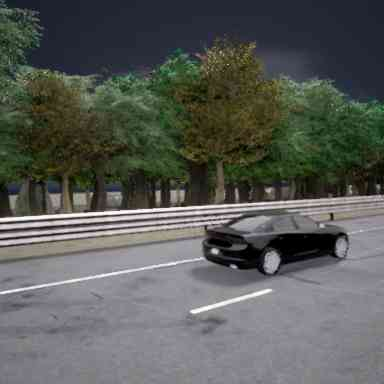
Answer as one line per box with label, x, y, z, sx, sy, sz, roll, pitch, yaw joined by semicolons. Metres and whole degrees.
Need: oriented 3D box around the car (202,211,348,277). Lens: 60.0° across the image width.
car;2.606;1.291;9.799;5.008;1.535;1.882;-2;1;-35
